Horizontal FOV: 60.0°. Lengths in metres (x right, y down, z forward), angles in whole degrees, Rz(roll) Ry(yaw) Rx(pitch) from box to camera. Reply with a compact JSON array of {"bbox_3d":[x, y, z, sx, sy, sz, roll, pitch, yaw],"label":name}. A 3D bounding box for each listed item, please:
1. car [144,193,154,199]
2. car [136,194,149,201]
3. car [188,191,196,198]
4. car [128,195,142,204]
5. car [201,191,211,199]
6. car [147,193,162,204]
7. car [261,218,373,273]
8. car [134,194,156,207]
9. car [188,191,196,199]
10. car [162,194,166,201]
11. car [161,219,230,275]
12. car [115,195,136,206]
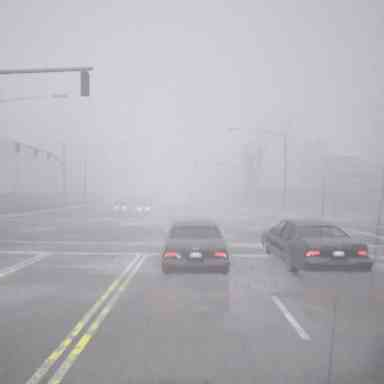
[{"bbox_3d":[-10.517,1.031,81.480,1.994,1.385,4.181,0,1,0],"label":"car"},{"bbox_3d":[-10.515,1.206,71.500,2.033,1.411,5.357,0,1,0],"label":"car"},{"bbox_3d":[-0.020,0.594,93.714,2.097,1.767,4.553,0,1,0],"label":"car"},{"bbox_3d":[-10.535,1.317,61.635,1.837,1.490,4.892,0,1,0],"label":"car"},{"bbox_3d":[3.482,0.665,83.461,2.150,2.045,5.566,0,1,0],"label":"car"},{"bbox_3d":[-7.056,1.186,59.573,2.097,1.767,4.553,0,1,0],"label":"car"},{"bbox_3d":[3.592,1.557,10.639,2.033,1.411,5.357,0,0,0],"label":"car"},{"bbox_3d":[-7.096,1.492,50.897,1.994,1.385,4.181,0,1,0],"label":"car"},{"bbox_3d":[-0.018,0.792,83.601,2.097,1.767,4.553,0,1,0],"label":"car"},{"bbox_3d":[-7.015,1.200,69.426,1.837,1.490,4.892,0,1,0],"label":"car"},{"bbox_3d":[0.091,1.557,10.459,2.033,1.411,5.357,0,0,0],"label":"car"},{"bbox_3d":[-10.598,1.465,52.102,2.033,1.411,5.357,0,1,0],"label":"car"}]
